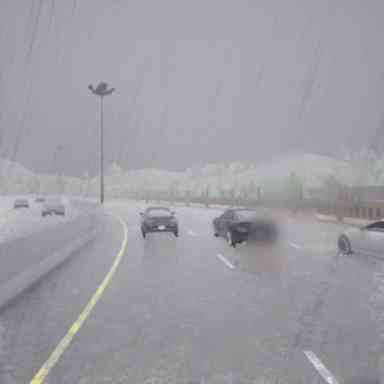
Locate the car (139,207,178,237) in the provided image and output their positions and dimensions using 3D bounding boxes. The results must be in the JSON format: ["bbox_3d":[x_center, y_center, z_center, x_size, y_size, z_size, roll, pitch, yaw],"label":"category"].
[{"bbox_3d":[-1.853,1.529,18.129,1.812,1.442,4.674,0,0,-10],"label":"car"}]

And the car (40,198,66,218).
[{"bbox_3d":[-12.840,1.564,31.016,1.812,1.442,4.674,0,0,-20],"label":"car"}]

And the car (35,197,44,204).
[{"bbox_3d":[-31.019,1.654,67.923,1.895,1.301,4.718,0,0,-28],"label":"car"}]

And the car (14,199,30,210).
[{"bbox_3d":[-23.465,1.619,45.921,2.033,1.411,5.357,0,0,-27],"label":"car"}]

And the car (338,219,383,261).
[{"bbox_3d":[6.374,1.502,10.206,1.812,1.442,4.674,0,0,-5],"label":"car"}]

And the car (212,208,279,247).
[{"bbox_3d":[2.233,1.467,15.020,1.882,1.535,5.008,0,0,-8],"label":"car"}]
